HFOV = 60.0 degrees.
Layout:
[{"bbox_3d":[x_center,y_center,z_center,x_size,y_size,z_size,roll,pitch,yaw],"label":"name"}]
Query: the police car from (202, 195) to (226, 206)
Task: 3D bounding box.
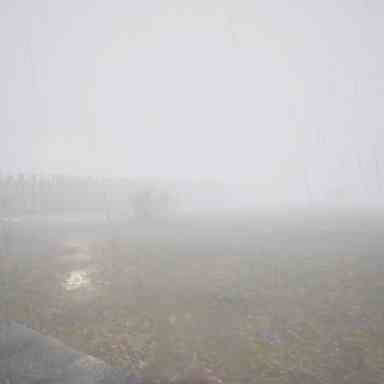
[{"bbox_3d":[3.319,1.255,50.566,1.930,1.638,5.238,0,0,35],"label":"police car"}]
